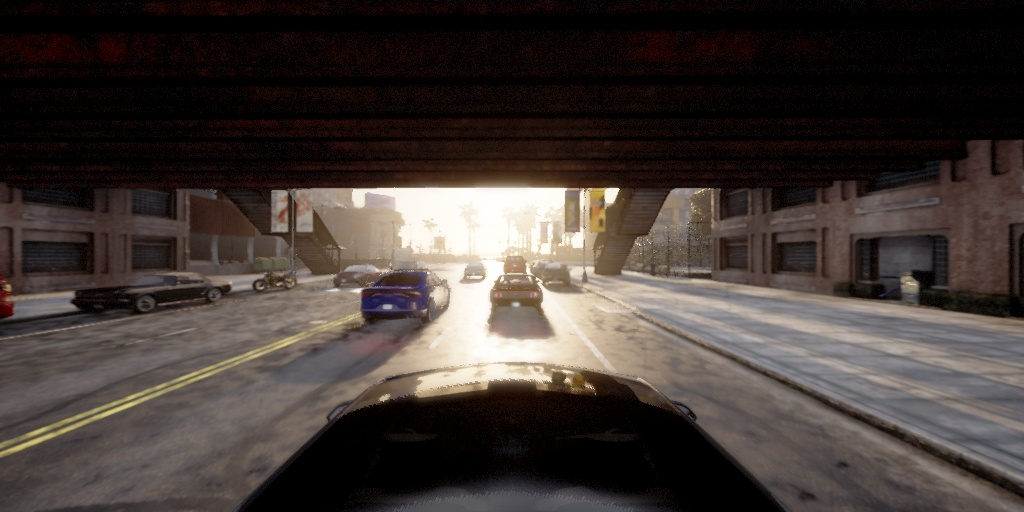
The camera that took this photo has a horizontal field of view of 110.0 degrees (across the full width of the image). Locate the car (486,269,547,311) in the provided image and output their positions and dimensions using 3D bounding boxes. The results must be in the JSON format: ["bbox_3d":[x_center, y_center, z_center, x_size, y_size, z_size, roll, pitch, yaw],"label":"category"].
[{"bbox_3d":[0.172,1.351,14.335,1.895,1.301,4.718,0,0,1],"label":"car"}]

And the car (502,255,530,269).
[{"bbox_3d":[0.252,0.972,34.352,2.150,2.045,5.566,0,0,0],"label":"car"}]

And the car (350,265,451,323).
[{"bbox_3d":[-3.348,1.228,12.194,1.882,1.535,5.008,0,0,1],"label":"car"}]

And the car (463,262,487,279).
[{"bbox_3d":[-3.266,1.276,32.588,1.812,1.442,4.674,0,0,0],"label":"car"}]

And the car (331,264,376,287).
[{"bbox_3d":[-10.457,1.276,24.631,1.812,1.442,4.674,0,0,0],"label":"car"}]

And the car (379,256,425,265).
[{"bbox_3d":[-6.959,1.102,24.140,2.097,1.767,4.553,0,0,0],"label":"car"}]
